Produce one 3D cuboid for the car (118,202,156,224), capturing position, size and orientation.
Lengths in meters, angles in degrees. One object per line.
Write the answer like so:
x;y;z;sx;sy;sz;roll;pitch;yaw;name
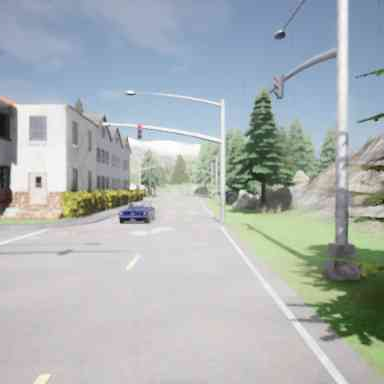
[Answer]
-3.578;1.359;22.276;1.895;1.301;4.718;0;1;0;car
